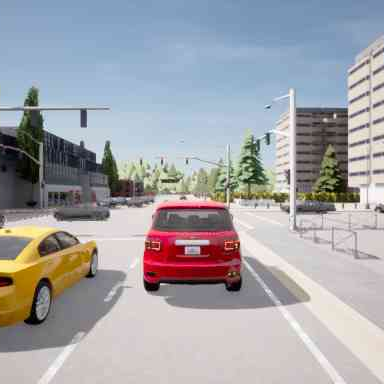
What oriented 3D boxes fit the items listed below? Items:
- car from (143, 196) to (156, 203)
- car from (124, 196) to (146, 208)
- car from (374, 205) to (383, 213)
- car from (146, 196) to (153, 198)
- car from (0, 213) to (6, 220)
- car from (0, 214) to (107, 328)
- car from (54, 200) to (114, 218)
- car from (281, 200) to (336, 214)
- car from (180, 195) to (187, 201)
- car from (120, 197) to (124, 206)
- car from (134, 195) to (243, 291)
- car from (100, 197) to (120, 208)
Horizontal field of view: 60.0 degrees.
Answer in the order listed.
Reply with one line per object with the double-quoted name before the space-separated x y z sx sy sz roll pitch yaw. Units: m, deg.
"car" -8.862 1.540 69.854 2.033 1.411 5.357 0 0 -2
"car" -8.390 1.505 49.279 1.837 1.490 4.892 0 0 -2
"car" 22.167 1.547 34.885 5.357 1.411 2.033 0 0 -2
"car" -8.648 1.492 59.490 2.128 1.511 4.902 0 0 -1
"car" -11.281 1.547 17.576 2.033 1.411 5.357 0 0 -18
"car" -3.478 1.478 7.125 1.882 1.535 5.008 0 0 0
"car" -8.645 1.564 26.274 4.181 1.385 1.994 0 0 -4
"car" 12.084 1.547 34.580 5.357 1.411 2.033 0 0 -2
"car" -2.336 1.524 87.193 1.812 1.442 4.674 0 0 -2
"car" -12.063 1.547 56.111 2.033 1.411 5.357 0 0 -1
"car" 0.016 1.221 9.112 2.150 2.045 5.566 0 0 0
"car" -11.793 1.492 45.859 2.128 1.511 4.902 0 0 -2
